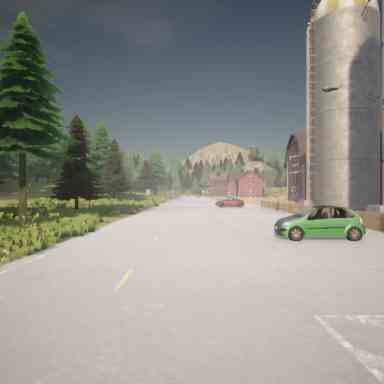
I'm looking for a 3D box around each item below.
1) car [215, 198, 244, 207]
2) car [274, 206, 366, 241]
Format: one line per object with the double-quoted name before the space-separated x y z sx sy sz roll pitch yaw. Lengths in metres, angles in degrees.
"car" 5.558 1.548 49.054 4.181 1.381 1.994 0 0 -1
"car" 6.043 1.481 16.045 3.988 1.617 1.851 0 0 -1
